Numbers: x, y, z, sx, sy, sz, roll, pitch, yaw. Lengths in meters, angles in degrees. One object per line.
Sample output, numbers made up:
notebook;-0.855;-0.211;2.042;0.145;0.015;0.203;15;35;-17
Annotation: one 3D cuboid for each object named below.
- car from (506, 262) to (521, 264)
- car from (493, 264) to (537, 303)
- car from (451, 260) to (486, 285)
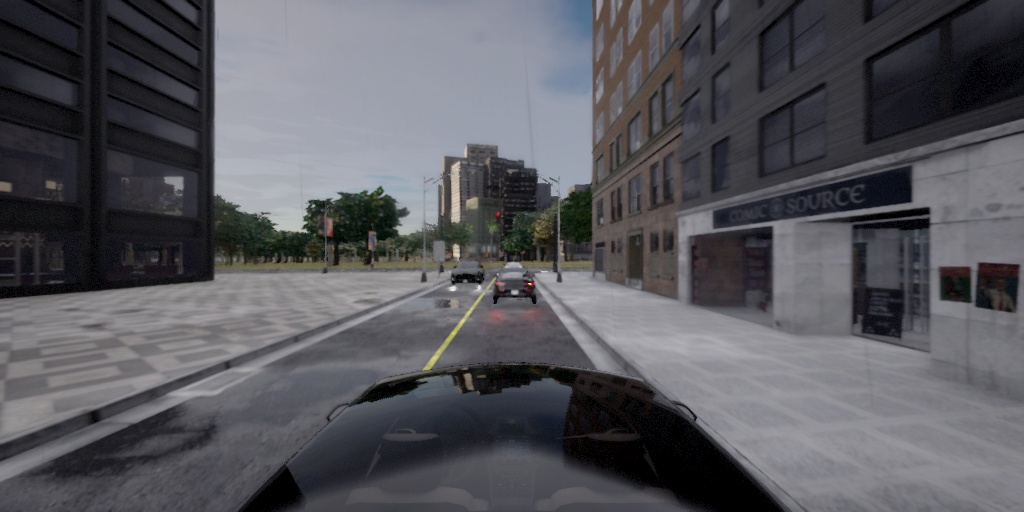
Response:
car;0.119;1.226;28.727;1.812;1.442;4.674;0;0;0
car;0.111;1.249;16.356;1.812;1.442;4.674;0;0;0
car;-3.043;1.057;25.723;2.097;1.767;4.553;0;0;0
